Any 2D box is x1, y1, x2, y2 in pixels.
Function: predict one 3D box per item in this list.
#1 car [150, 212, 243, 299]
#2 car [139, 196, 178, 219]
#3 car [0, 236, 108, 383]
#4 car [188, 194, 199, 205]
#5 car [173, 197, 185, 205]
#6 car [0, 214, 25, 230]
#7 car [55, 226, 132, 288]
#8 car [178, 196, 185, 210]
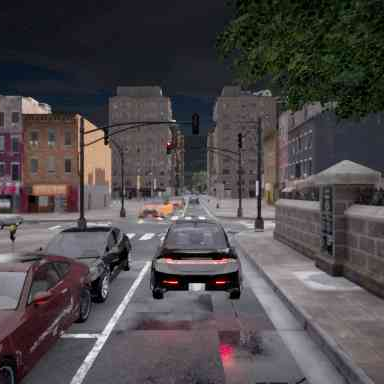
[{"bbox_3d":[0.095,1.491,8.406,2.128,1.511,4.902,0,0,0],"label":"car"},{"bbox_3d":[-2.981,1.347,29.031,2.097,1.767,4.553,0,0,11],"label":"car"},{"bbox_3d":[-2.631,1.582,4.565,1.802,1.307,4.206,0,0,0],"label":"car"},{"bbox_3d":[0.360,1.513,60.437,1.812,1.442,4.674,0,0,0],"label":"car"},{"bbox_3d":[-2.221,1.552,57.954,1.994,1.385,4.181,0,0,0],"label":"car"},{"bbox_3d":[-13.309,1.730,21.142,4.718,1.301,1.895,-1,0,0],"label":"car"},{"bbox_3d":[-2.627,1.566,8.228,1.947,1.339,4.313,0,0,0],"label":"car"},{"bbox_3d":[-2.236,1.346,43.100,2.097,1.767,4.553,0,0,0],"label":"car"}]
